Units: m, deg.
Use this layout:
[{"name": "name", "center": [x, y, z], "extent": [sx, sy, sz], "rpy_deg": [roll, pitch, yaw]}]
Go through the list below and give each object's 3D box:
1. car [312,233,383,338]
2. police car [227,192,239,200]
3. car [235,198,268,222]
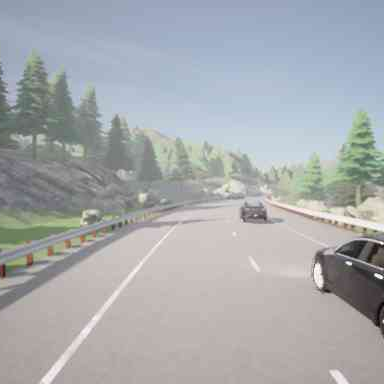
[{"name": "car", "center": [3.703, 1.499, 5.948], "extent": [1.837, 1.490, 4.892], "rpy_deg": [0, 0, 1]}, {"name": "police car", "center": [10.498, 1.302, 87.456], "extent": [1.930, 1.638, 5.238], "rpy_deg": [0, 0, 15]}, {"name": "car", "center": [4.692, 1.456, 25.934], "extent": [2.128, 1.511, 4.902], "rpy_deg": [0, 0, 4]}]
